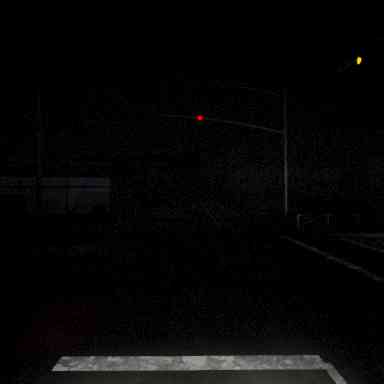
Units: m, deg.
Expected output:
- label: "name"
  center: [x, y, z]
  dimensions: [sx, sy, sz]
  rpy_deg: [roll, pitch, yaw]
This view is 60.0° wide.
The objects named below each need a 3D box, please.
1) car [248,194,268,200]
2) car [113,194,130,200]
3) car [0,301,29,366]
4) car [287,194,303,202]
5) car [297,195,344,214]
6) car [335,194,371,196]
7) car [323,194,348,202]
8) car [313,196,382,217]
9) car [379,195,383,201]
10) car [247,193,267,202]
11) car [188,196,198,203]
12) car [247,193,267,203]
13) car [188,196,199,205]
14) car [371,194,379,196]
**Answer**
- label: "car"
  center: [18.102, 1.333, 91.563]
  dimensions: [4.902, 1.511, 2.128]
  rpy_deg: [0, 0, 0]
- label: "car"
  center: [-19.433, 1.332, 91.525]
  dimensions: [4.674, 1.442, 1.812]
  rpy_deg: [0, 0, 0]
- label: "car"
  center: [-3.110, 1.601, 2.024]
  dimensions: [1.895, 1.301, 4.718]
  rpy_deg: [0, 0, 3]
- label: "car"
  center: [21.306, 1.097, 65.675]
  dimensions: [4.605, 1.855, 1.932]
  rpy_deg: [0, 0, 0]
- label: "car"
  center: [13.006, 1.330, 31.348]
  dimensions: [5.027, 1.636, 2.152]
  rpy_deg: [0, 0, 0]
- label: "car"
  center: [20.636, 1.320, 43.223]
  dimensions: [3.633, 1.501, 1.845]
  rpy_deg: [0, 0, 0]
- label: "car"
  center: [31.291, 1.298, 72.653]
  dimensions: [4.514, 1.523, 2.007]
  rpy_deg: [0, 0, 0]
- label: "car"
  center: [13.070, 1.339, 28.212]
  dimensions: [4.514, 1.523, 2.007]
  rpy_deg: [0, 0, 0]
- label: "car"
  center: [38.701, 1.153, 62.601]
  dimensions: [5.027, 1.636, 2.152]
  rpy_deg: [0, 0, 0]
- label: "car"
  center: [13.426, 1.077, 68.932]
  dimensions: [3.866, 1.878, 1.905]
  rpy_deg: [0, 0, 0]
- label: "car"
  center: [0.249, 1.547, 69.629]
  dimensions: [2.033, 1.411, 5.357]
  rpy_deg: [0, 0, 0]
- label: "car"
  center: [12.827, 1.361, 65.605]
  dimensions: [3.806, 1.475, 1.970]
  rpy_deg: [0, 0, 0]
- label: "car"
  center: [0.226, 1.503, 57.923]
  dimensions: [1.837, 1.490, 4.892]
  rpy_deg: [0, 0, 0]
- label: "car"
  center: [38.354, 1.232, 69.017]
  dimensions: [3.806, 1.475, 1.970]
  rpy_deg: [0, 0, 0]
